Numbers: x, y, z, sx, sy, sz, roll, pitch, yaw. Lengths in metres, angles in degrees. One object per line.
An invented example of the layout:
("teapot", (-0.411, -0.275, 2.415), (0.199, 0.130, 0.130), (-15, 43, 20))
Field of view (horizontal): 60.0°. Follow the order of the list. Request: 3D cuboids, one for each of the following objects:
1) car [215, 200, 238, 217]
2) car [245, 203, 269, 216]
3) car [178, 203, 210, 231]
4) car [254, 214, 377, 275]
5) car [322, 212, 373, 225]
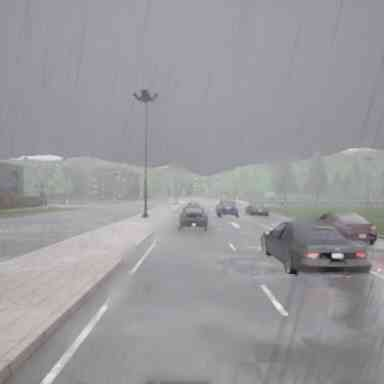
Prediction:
("car", (3.619, 1.696, 35.273), (2.097, 1.767, 4.553), (0, 0, 0))
("car", (7.120, 1.922, 36.753), (1.994, 1.385, 4.181), (0, -1, 0))
("car", (0.112, 1.726, 22.476), (1.837, 1.490, 4.892), (0, 0, 0))
("car", (3.606, 1.653, 10.749), (2.033, 1.411, 5.357), (0, -1, 0))
("car", (7.123, 1.684, 16.166), (1.812, 1.442, 4.674), (0, -1, 0))
